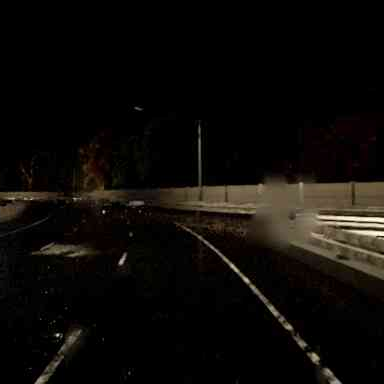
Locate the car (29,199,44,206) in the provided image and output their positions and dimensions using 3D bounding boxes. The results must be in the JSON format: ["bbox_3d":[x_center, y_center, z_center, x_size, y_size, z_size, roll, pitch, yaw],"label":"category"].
[{"bbox_3d":[-31.567,2.103,67.510,2.128,1.511,4.902,0,0,-42],"label":"car"}]

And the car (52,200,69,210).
[{"bbox_3d":[-19.683,1.908,49.760,1.837,1.490,4.892,0,-1,-28],"label":"car"}]

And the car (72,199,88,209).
[{"bbox_3d":[-18.548,1.951,54.989,1.812,1.442,4.674,0,-1,-30],"label":"car"}]

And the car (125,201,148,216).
[{"bbox_3d":[-5.994,1.729,35.736,2.128,1.511,4.902,0,0,-19],"label":"car"}]

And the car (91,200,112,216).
[{"bbox_3d":[-9.639,1.765,35.623,1.837,1.490,4.892,0,0,-19],"label":"car"}]

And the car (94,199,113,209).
[{"bbox_3d":[-14.718,1.965,55.299,1.994,1.385,4.181,0,0,-29],"label":"car"}]
